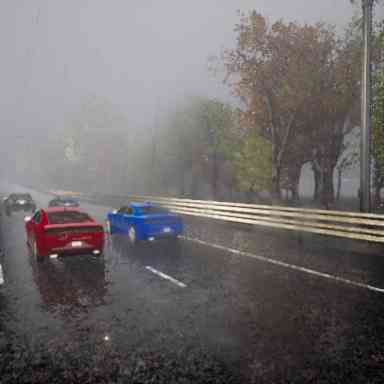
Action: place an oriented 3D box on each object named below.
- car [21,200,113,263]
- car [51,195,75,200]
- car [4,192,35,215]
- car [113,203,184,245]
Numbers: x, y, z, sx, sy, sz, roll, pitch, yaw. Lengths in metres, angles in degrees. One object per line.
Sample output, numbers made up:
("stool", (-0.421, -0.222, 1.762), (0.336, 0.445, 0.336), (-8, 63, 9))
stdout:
("car", (-4.497, 1.253, 11.374), (1.882, 1.535, 5.008), (-1, 1, -31))
("car", (-11.439, 0.986, 29.544), (1.994, 1.385, 4.181), (-1, 1, -31))
("car", (-13.978, 0.816, 26.980), (2.097, 1.767, 4.553), (-1, 1, -31))
("car", (-2.196, 1.204, 14.329), (1.882, 1.535, 5.008), (-1, 1, -31))
